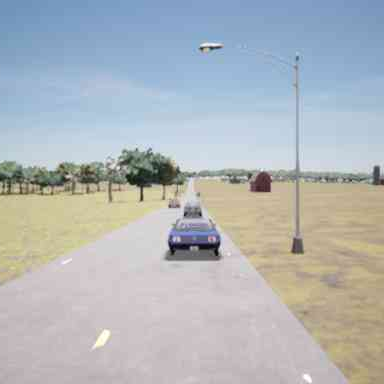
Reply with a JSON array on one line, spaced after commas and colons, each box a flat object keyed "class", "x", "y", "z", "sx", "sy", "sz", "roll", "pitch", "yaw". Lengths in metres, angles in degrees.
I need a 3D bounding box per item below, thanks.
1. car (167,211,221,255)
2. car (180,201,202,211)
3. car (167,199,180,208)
[{"class": "car", "x": 0.083, "y": 1.657, "z": 13.616, "sx": 1.895, "sy": 1.301, "sz": 4.718, "roll": 0, "pitch": 0, "yaw": 0}, {"class": "car", "x": 0.081, "y": 1.706, "z": 34.139, "sx": 2.033, "sy": 1.411, "sz": 5.357, "roll": 0, "pitch": 0, "yaw": 0}, {"class": "car", "x": -2.776, "y": 1.797, "z": 52.645, "sx": 1.812, "sy": 1.442, "sz": 4.674, "roll": 0, "pitch": -1, "yaw": 0}]
